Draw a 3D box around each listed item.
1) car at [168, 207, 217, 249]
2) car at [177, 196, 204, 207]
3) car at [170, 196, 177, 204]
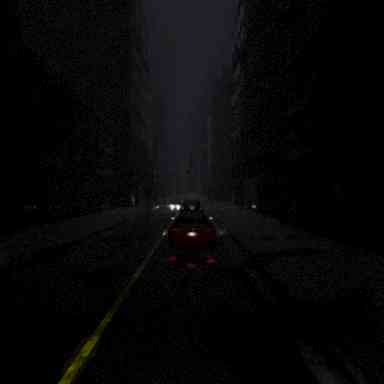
[{"bbox_3d":[0.001,1.576,14.651,1.994,1.385,4.181,0,0,0],"label":"car"},{"bbox_3d":[0.001,1.382,29.622,2.097,1.767,4.553,0,0,0],"label":"car"},{"bbox_3d":[-2.999,1.545,62.341,2.128,1.511,4.902,0,0,0],"label":"car"}]
